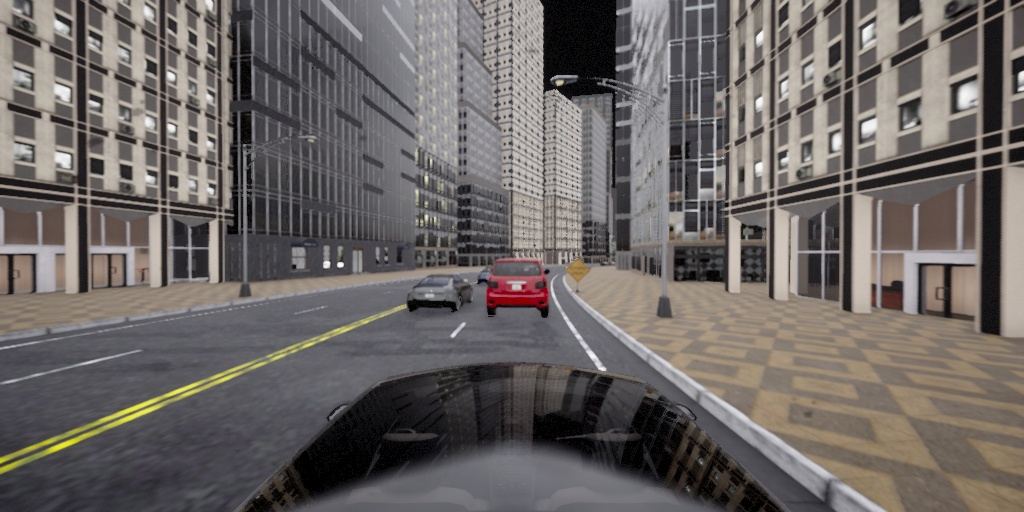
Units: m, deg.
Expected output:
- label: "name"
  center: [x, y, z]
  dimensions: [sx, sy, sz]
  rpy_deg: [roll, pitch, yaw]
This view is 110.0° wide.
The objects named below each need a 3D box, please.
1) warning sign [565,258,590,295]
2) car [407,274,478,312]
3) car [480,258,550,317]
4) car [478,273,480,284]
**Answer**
- label: "warning sign"
  center: [3.446, 1.037, 18.914]
  dimensions: [1.300, 1.860, 1.060]
  rpy_deg: [0, 0, 4]
- label: "car"
  center: [-2.871, 1.442, 15.106]
  dimensions: [1.994, 1.385, 4.181]
  rpy_deg: [0, 0, 4]
- label: "car"
  center: [0.303, 1.095, 14.047]
  dimensions: [2.150, 2.045, 5.566]
  rpy_deg: [0, 0, 3]
- label: "car"
  center: [-1.562, 1.589, 29.960]
  dimensions: [1.994, 1.385, 4.181]
  rpy_deg: [0, 0, 8]
